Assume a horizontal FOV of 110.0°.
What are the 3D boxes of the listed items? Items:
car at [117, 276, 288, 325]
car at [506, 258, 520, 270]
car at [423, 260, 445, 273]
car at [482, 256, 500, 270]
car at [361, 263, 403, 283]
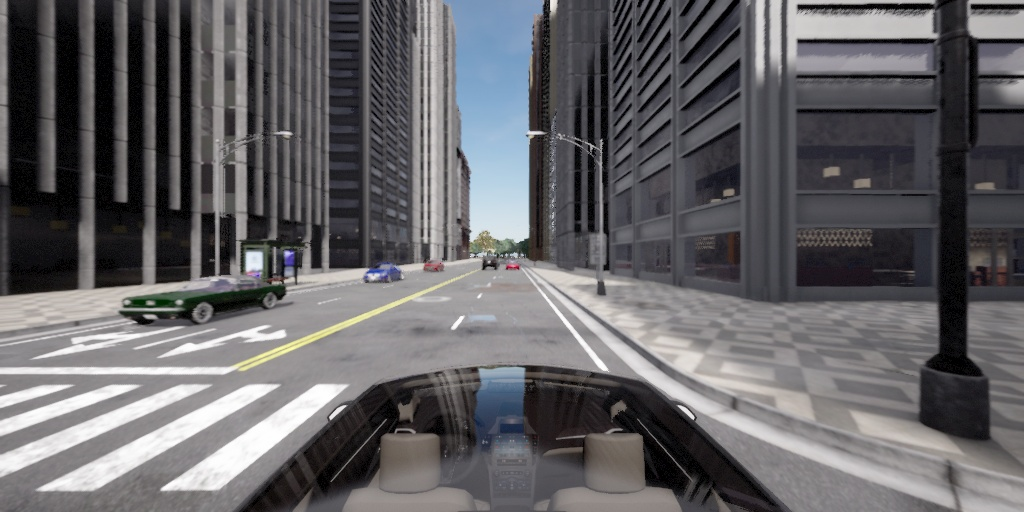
[{"bbox_3d":[-9.844,1.352,11.975,1.895,1.301,4.718,0,0,0],"label":"car"},{"bbox_3d":[0.111,1.323,52.249,1.994,1.385,4.181,0,0,1],"label":"car"},{"bbox_3d":[-9.750,1.234,45.004,1.882,1.535,5.008,0,0,0],"label":"car"},{"bbox_3d":[-3.194,0.983,52.414,2.150,2.045,5.566,0,0,1],"label":"car"},{"bbox_3d":[-9.829,1.277,27.718,1.812,1.442,4.674,0,0,0],"label":"car"}]
